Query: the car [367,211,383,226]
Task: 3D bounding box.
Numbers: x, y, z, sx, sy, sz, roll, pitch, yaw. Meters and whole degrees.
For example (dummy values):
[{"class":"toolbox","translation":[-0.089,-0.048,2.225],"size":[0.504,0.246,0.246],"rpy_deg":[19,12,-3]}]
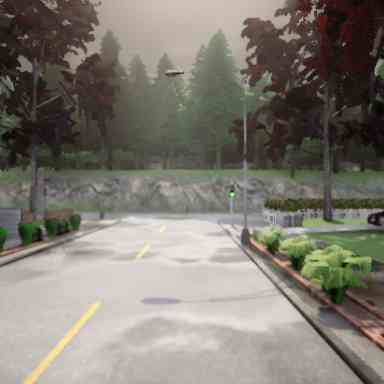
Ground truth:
[{"class":"car","translation":[13.093,1.529,20.404],"size":[4.181,1.381,1.994],"rpy_deg":[0,-1,0]}]
